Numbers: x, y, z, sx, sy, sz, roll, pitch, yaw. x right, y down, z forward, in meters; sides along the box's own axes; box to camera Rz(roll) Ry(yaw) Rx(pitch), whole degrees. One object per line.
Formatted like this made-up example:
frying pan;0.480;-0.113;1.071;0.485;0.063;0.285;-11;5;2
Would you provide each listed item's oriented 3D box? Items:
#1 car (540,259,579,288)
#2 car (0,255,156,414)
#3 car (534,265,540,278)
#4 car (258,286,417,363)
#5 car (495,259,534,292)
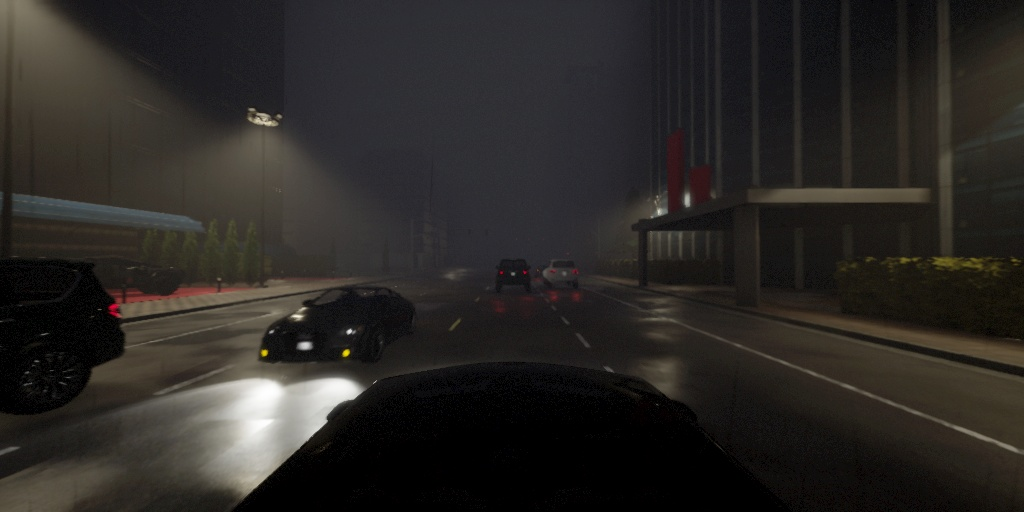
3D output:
car;3.595;1.287;27.151;2.150;2.045;5.566;0;-1;0
car;-7.085;0.993;3.197;2.150;2.045;5.566;0;-1;0
car;3.581;1.778;42.099;1.812;1.442;4.674;0;-1;0
car;-3.593;1.396;8.209;1.994;1.385;4.181;0;-1;0
car;0.093;1.235;23.623;2.150;2.045;5.566;0;-2;1
